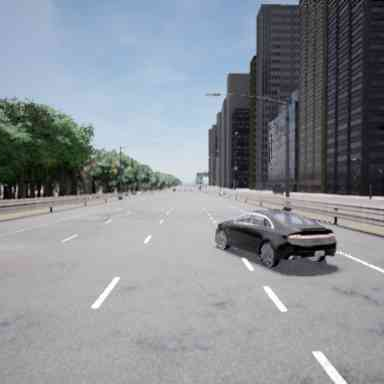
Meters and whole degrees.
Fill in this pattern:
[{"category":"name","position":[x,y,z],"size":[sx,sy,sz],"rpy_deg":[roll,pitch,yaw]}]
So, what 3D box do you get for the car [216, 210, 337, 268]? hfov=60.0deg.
[{"category":"car","position":[2.441,1.346,10.927],"size":[2.128,1.511,4.902],"rpy_deg":[0,1,-21]}]
